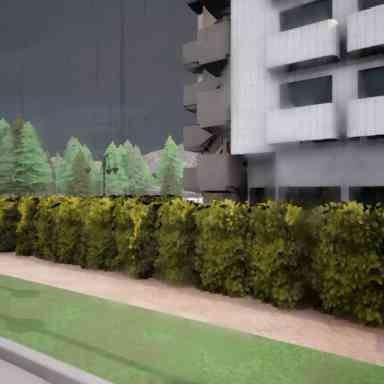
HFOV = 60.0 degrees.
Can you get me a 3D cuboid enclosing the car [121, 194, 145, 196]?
[{"bbox_3d":[-4.689,1.221,30.094,2.150,2.045,5.566,0,0,35],"label":"car"}]
